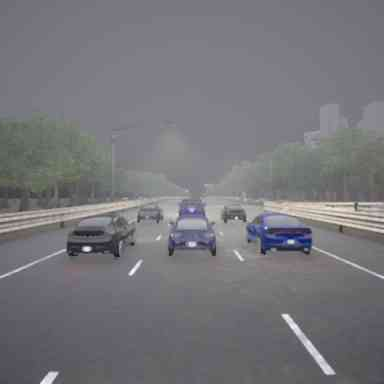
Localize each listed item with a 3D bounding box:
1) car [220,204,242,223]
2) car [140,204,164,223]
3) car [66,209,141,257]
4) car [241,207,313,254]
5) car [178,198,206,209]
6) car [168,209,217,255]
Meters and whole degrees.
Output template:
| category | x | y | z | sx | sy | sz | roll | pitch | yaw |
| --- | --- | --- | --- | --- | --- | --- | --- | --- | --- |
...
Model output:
| category | x | y | z | sx | sy | sz | roll | pitch | yaw |
| --- | --- | --- | --- | --- | --- | --- | --- | --- | --- |
| car | 3.514 | 1.802 | 28.493 | 1.837 | 1.490 | 4.892 | 0 | 0 | 0 |
| car | -3.486 | 1.787 | 28.500 | 2.128 | 1.511 | 4.902 | 0 | 0 | 0 |
| car | -3.482 | 1.651 | 13.497 | 1.837 | 1.490 | 4.892 | 0 | 0 | 0 |
| car | 3.524 | 1.629 | 14.242 | 1.882 | 1.535 | 5.008 | 0 | 0 | 0 |
| car | 0.005 | 1.511 | 27.581 | 2.150 | 2.045 | 5.566 | 0 | 0 | 0 |
| car | 0.020 | 1.674 | 13.895 | 1.812 | 1.442 | 4.674 | 0 | 0 | 0 |
